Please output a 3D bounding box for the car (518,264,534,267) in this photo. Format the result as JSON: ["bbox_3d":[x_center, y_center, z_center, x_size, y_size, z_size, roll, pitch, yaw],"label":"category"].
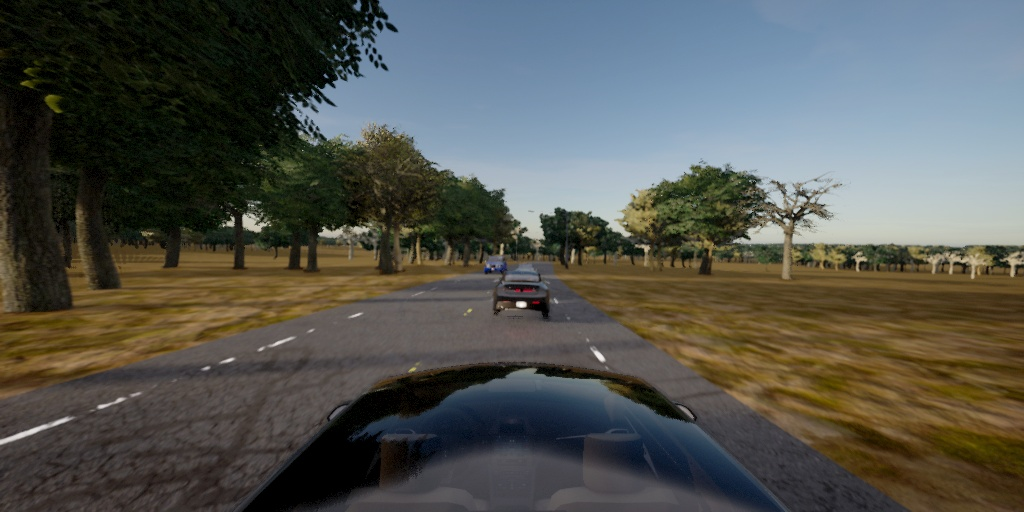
[{"bbox_3d":[1.250,1.421,32.323,2.033,1.411,5.357,1,-1,4],"label":"car"}]

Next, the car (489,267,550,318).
[{"bbox_3d":[0.352,1.279,13.200,1.837,1.490,4.892,2,-2,2],"label":"car"}]

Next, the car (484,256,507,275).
[{"bbox_3d":[-1.793,1.072,40.968,2.150,2.045,5.566,1,0,5],"label":"car"}]
